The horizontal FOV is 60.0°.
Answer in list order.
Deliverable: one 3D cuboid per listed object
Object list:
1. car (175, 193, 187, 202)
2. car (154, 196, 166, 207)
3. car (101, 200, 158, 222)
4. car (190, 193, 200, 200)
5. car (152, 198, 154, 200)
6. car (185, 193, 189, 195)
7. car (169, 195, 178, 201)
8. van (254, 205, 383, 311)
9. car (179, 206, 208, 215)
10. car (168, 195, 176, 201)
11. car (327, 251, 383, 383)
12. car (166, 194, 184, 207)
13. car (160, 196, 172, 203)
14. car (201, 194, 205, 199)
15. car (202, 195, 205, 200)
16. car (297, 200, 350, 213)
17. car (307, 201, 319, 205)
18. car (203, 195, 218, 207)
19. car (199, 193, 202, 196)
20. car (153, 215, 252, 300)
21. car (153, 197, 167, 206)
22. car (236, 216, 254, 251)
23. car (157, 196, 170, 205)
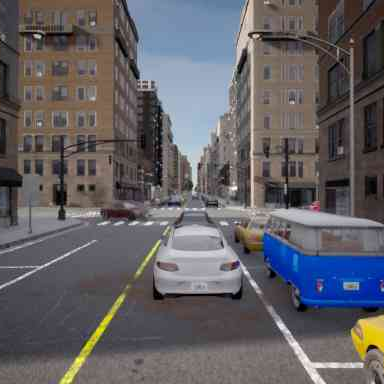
[{"bbox_3d":[-2.533,1.482,61.884,1.882,1.535,5.008,0,0,1],"label":"car"},{"bbox_3d":[-5.473,1.587,50.897,1.802,1.307,4.206,1,0,1],"label":"car"},{"bbox_3d":[-5.304,1.521,26.496,4.674,1.442,1.812,0,-1,35],"label":"car"},{"bbox_3d":[0.951,1.522,91.829,1.812,1.442,4.674,0,0,1],"label":"car"},{"bbox_3d":[-6.335,1.526,32.248,4.674,1.442,1.812,0,0,1],"label":"car"},{"bbox_3d":[-2.326,1.358,72.011,2.097,1.767,4.553,0,0,1],"label":"car"},{"bbox_3d":[-4.931,1.565,89.598,1.947,1.339,4.313,1,0,1],"label":"car"},{"bbox_3d":[2.686,1.342,7.445,1.690,1.788,3.998,1,0,0],"label":"van"},{"bbox_3d":[0.110,1.566,15.629,1.994,1.385,4.181,0,0,0],"label":"car"},{"bbox_3d":[-5.010,1.526,83.900,1.752,1.417,4.829,1,0,1],"label":"car"},{"bbox_3d":[2.678,1.526,1.941,1.752,1.417,4.829,1,0,0],"label":"car"},{"bbox_3d":[-2.693,1.483,52.224,1.882,1.535,5.008,0,0,1],"label":"car"},{"bbox_3d":[-5.240,1.549,67.483,1.887,1.381,4.507,1,0,1],"label":"car"},{"bbox_3d":[3.207,1.554,61.842,2.008,1.369,4.403,1,0,1],"label":"car"},{"bbox_3d":[3.130,1.549,56.312,1.887,1.381,4.507,1,0,1],"label":"car"},{"bbox_3d":[15.247,1.712,38.787,5.357,1.411,2.033,0,-1,0],"label":"car"},{"bbox_3d":[15.599,1.356,35.539,5.566,2.045,2.150,0,-1,0],"label":"car"},{"bbox_3d":[3.052,1.570,50.782,1.947,1.339,4.313,1,0,1],"label":"car"},{"bbox_3d":[3.594,1.549,89.493,2.008,1.369,4.403,1,0,1],"label":"car"},{"bbox_3d":[0.086,1.527,8.293,1.812,1.442,4.674,0,0,-1],"label":"car"},{"bbox_3d":[-5.395,1.571,56.426,1.947,1.339,4.313,1,0,1],"label":"car"},{"bbox_3d":[2.692,1.527,13.288,1.752,1.417,4.829,1,0,0],"label":"car"},{"bbox_3d":[-5.318,1.555,61.954,2.008,1.369,4.403,1,0,1],"label":"car"}]
